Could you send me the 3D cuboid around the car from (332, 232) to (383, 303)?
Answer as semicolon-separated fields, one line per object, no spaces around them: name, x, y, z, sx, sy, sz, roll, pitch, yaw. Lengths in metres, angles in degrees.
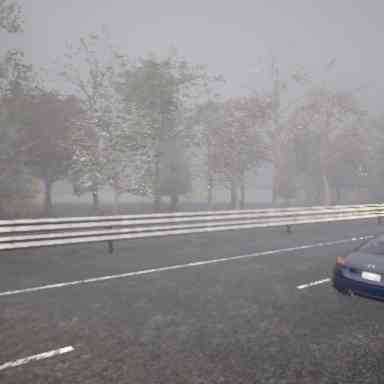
car;5.022;1.566;7.456;4.181;1.385;1.994;0;0;-36
